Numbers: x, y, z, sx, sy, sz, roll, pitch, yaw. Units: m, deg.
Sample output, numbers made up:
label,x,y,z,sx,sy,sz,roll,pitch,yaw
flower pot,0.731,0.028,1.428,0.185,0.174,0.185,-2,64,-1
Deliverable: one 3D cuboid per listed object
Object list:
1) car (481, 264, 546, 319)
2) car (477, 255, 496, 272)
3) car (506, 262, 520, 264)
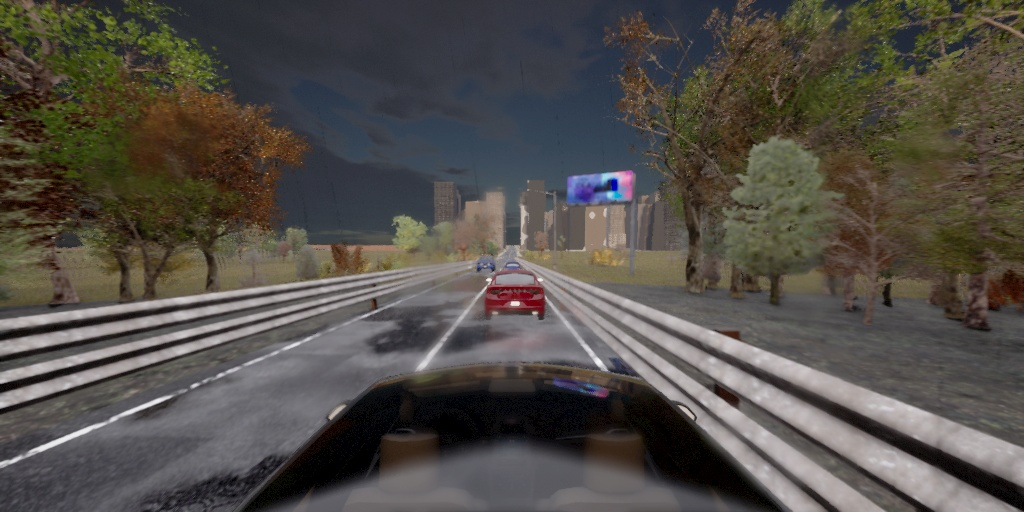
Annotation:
label,x,y,z,sx,sy,sz,roll,pitch,yaw
car,0.093,1.224,12.805,1.882,1.535,5.008,0,0,0
car,-3.290,0.941,46.315,2.150,2.045,5.566,0,0,0
car,0.075,1.264,33.484,1.812,1.442,4.674,0,0,0
